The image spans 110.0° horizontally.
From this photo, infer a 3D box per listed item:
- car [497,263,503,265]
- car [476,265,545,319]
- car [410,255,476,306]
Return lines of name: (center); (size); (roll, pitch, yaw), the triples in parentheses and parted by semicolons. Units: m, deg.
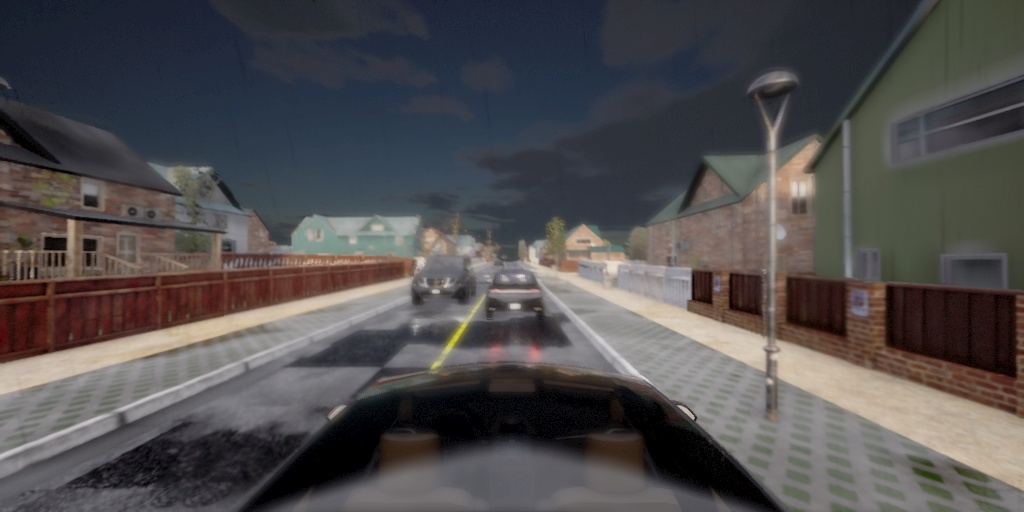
car: (0.081, 1.366, 25.213); (1.895, 1.301, 4.718); (0, 0, 0)
car: (0.091, 1.244, 12.727); (2.128, 1.511, 4.902); (0, 0, 0)
car: (-2.843, 0.977, 16.156); (2.150, 2.045, 5.566); (0, 0, 0)
